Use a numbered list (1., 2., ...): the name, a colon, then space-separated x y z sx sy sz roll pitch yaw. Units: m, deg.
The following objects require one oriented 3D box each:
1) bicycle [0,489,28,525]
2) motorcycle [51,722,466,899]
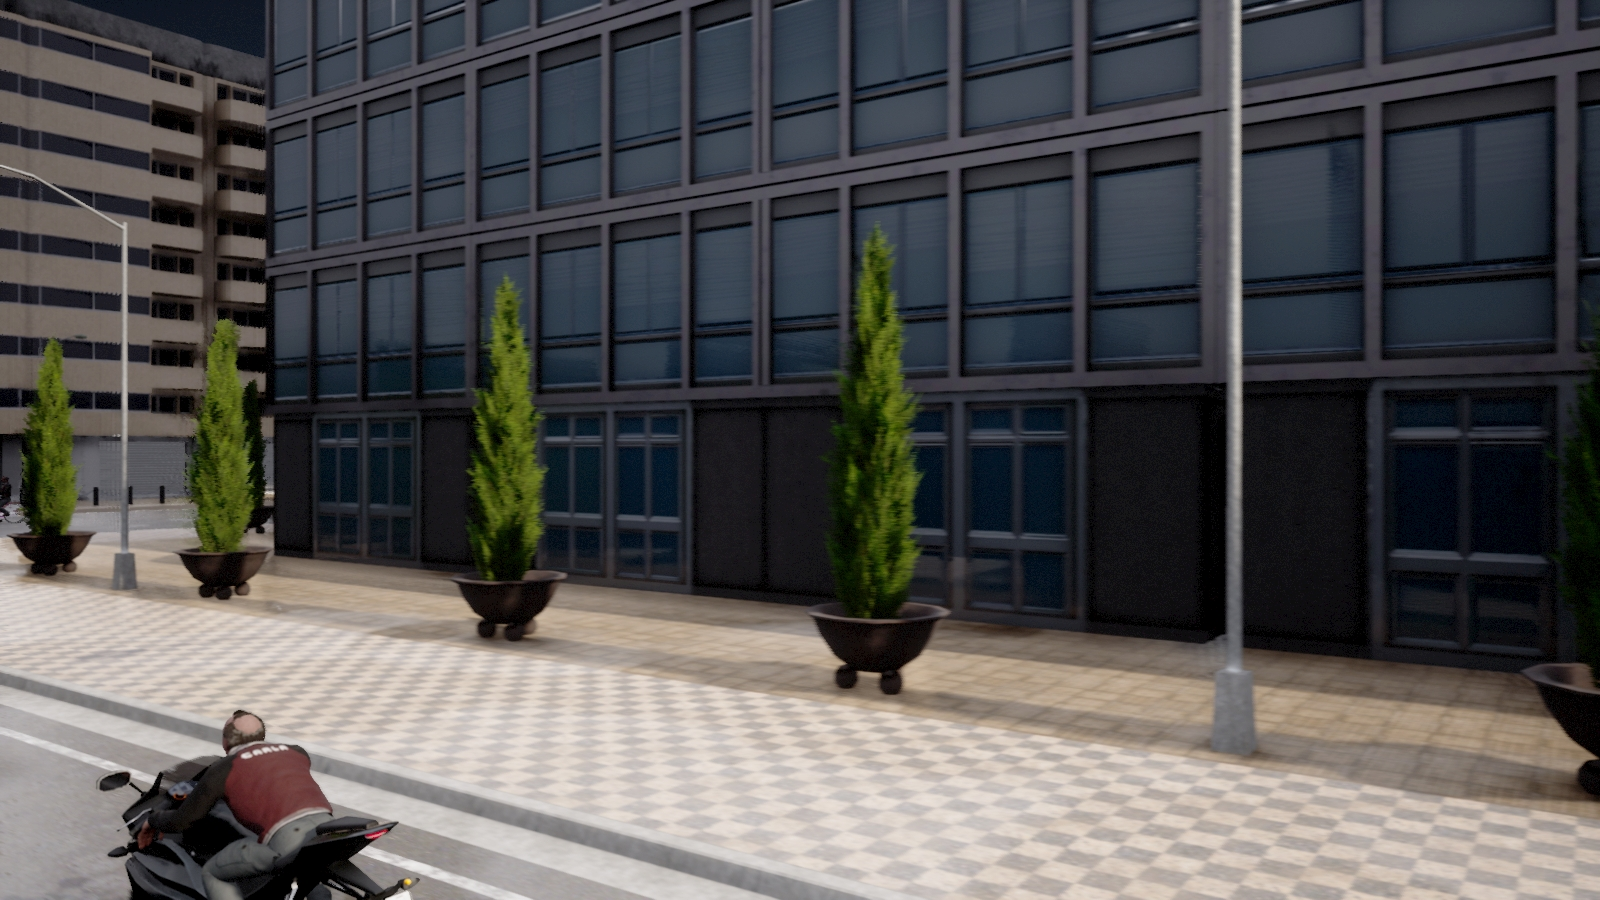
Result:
1. bicycle: -29.547 2.104 42.093 0.329 1.271 1.835 0 0 35
2. motorcycle: -2.728 2.205 5.654 2.209 1.251 0.867 0 0 35
